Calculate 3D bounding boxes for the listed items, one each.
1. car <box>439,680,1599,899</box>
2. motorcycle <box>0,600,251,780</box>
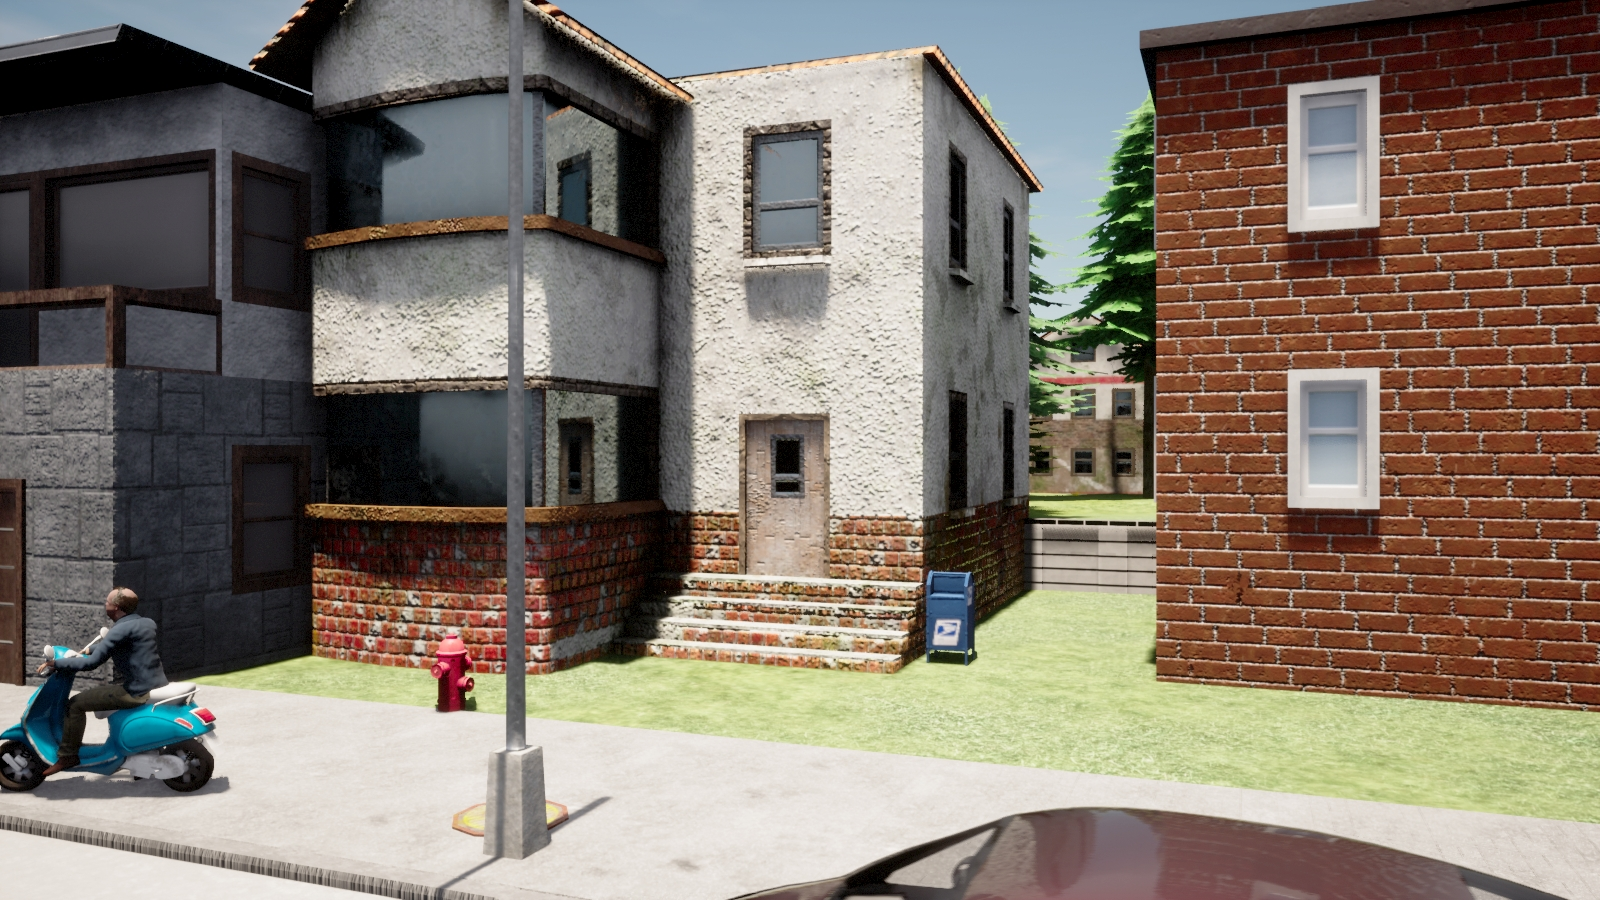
[{"bbox_3d":[0.957,1.805,3.632,3.705,1.549,1.789,0,0,21],"label":"car"},{"bbox_3d":[-5.442,1.858,9.019,1.805,1.236,0.856,0,0,1],"label":"motorcycle"}]
